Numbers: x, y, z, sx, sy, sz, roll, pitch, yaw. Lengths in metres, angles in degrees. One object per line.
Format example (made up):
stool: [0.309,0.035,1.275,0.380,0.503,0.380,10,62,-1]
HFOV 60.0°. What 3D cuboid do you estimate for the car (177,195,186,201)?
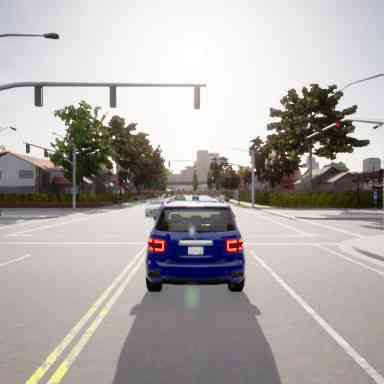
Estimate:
car: [-2.584,1.552,81.424,1.994,1.385,4.181,0,0,0]

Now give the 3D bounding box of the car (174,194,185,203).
car: [-2.665,1.352,69.482,2.097,1.767,4.553,0,0,0]

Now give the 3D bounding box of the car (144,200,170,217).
car: [-3.253,1.525,31.670,1.812,1.442,4.674,0,0,2]

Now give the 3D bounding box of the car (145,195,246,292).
car: [0.074,1.222,9.098,2.150,2.045,5.566,0,0,0]

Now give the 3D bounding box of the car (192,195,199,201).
car: [0.961,1.478,88.056,1.882,1.535,5.008,0,0,0]

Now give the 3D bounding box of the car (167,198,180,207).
car: [-2.873,1.600,52.758,1.895,1.301,4.718,0,0,0]
